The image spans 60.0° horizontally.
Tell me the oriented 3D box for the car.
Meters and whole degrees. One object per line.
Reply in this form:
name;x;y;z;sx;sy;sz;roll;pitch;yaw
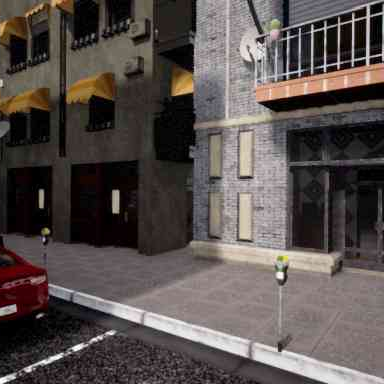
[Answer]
car;-4.421;1.544;6.028;4.507;1.381;1.887;0;1;36
